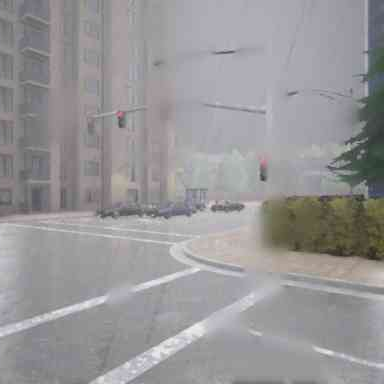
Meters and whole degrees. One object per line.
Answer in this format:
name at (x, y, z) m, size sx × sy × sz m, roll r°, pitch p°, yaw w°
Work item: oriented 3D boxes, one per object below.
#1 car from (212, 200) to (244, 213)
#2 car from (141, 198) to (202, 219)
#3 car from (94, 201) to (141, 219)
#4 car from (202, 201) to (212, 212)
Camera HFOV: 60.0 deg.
car at (3.970, 1.594, 37.183) m, size 1.895 × 1.301 × 4.718 m, roll 0°, pitch 0°, yaw 36°
car at (-1.677, 1.540, 29.435) m, size 2.033 × 1.411 × 5.357 m, roll 0°, pitch 0°, yaw 36°
car at (-6.012, 1.539, 29.424) m, size 2.033 × 1.411 × 5.357 m, roll 0°, pitch 0°, yaw 36°
car at (-0.329, 1.483, 37.228) m, size 2.128 × 1.511 × 4.902 m, roll 0°, pitch 0°, yaw 36°
